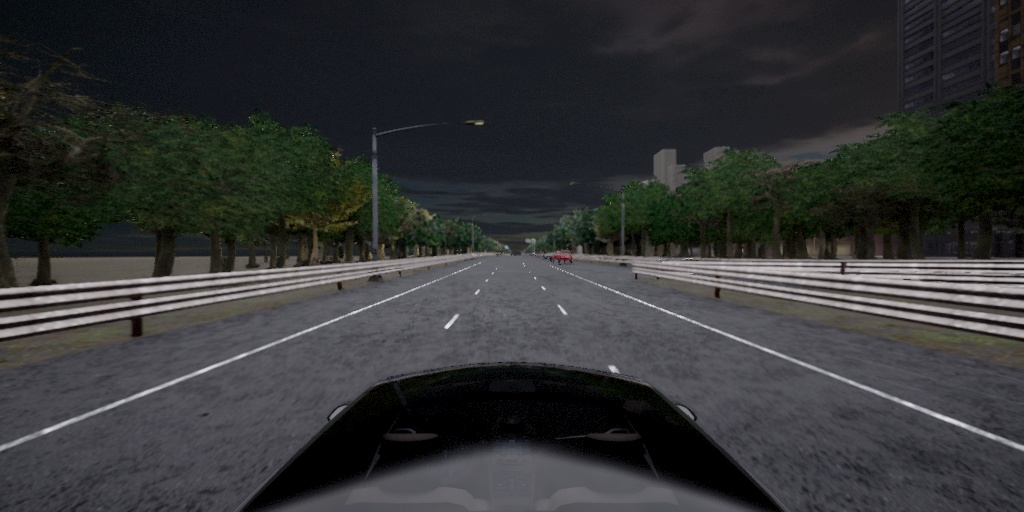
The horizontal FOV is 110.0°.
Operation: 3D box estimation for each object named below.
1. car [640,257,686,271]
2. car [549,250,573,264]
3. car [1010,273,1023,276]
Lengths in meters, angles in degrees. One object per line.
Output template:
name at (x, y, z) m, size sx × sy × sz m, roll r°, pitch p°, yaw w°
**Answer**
car at (13.747, 0.767, 31.600) m, size 2.033 × 1.411 × 5.357 m, roll 0°, pitch 0°, yaw -22°
car at (7.807, 0.038, 55.596) m, size 2.150 × 2.045 × 5.566 m, roll 0°, pitch 1°, yaw -8°
car at (22.707, 0.694, 13.509) m, size 1.812 × 1.442 × 4.674 m, roll 0°, pitch 0°, yaw -33°
